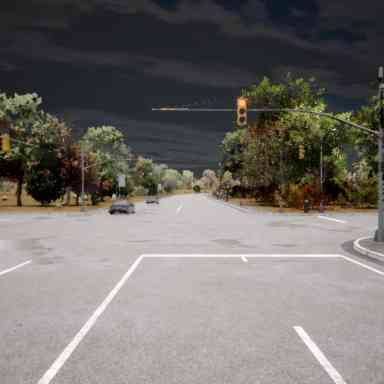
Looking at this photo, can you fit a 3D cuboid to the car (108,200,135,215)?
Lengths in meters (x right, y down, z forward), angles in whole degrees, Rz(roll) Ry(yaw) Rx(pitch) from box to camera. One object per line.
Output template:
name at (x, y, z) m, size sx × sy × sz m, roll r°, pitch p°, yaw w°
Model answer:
car at (-6.999, 1.548, 33.780) m, size 2.033 × 1.411 × 5.357 m, roll 0°, pitch 0°, yaw 0°

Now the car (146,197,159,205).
car at (-7.000, 1.517, 59.247) m, size 1.994 × 1.385 × 4.181 m, roll 0°, pitch 0°, yaw 0°
